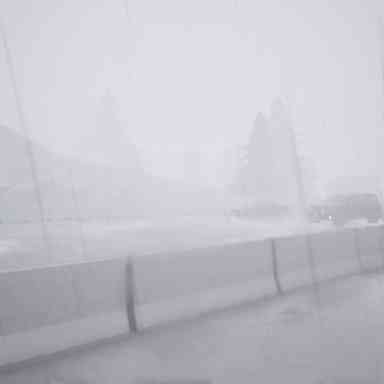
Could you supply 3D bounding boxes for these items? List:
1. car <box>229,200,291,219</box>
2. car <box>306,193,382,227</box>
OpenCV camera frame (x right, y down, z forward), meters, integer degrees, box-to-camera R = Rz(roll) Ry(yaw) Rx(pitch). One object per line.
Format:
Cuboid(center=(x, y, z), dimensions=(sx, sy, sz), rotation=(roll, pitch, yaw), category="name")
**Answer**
Cuboid(center=(5.717, 1.410, 27.706), dimensions=(5.357, 1.411, 2.033), rotation=(0, 0, -28), category="car")
Cuboid(center=(10.196, 1.105, 22.133), dimensions=(5.566, 2.045, 2.150), rotation=(0, 0, -27), category="car")
